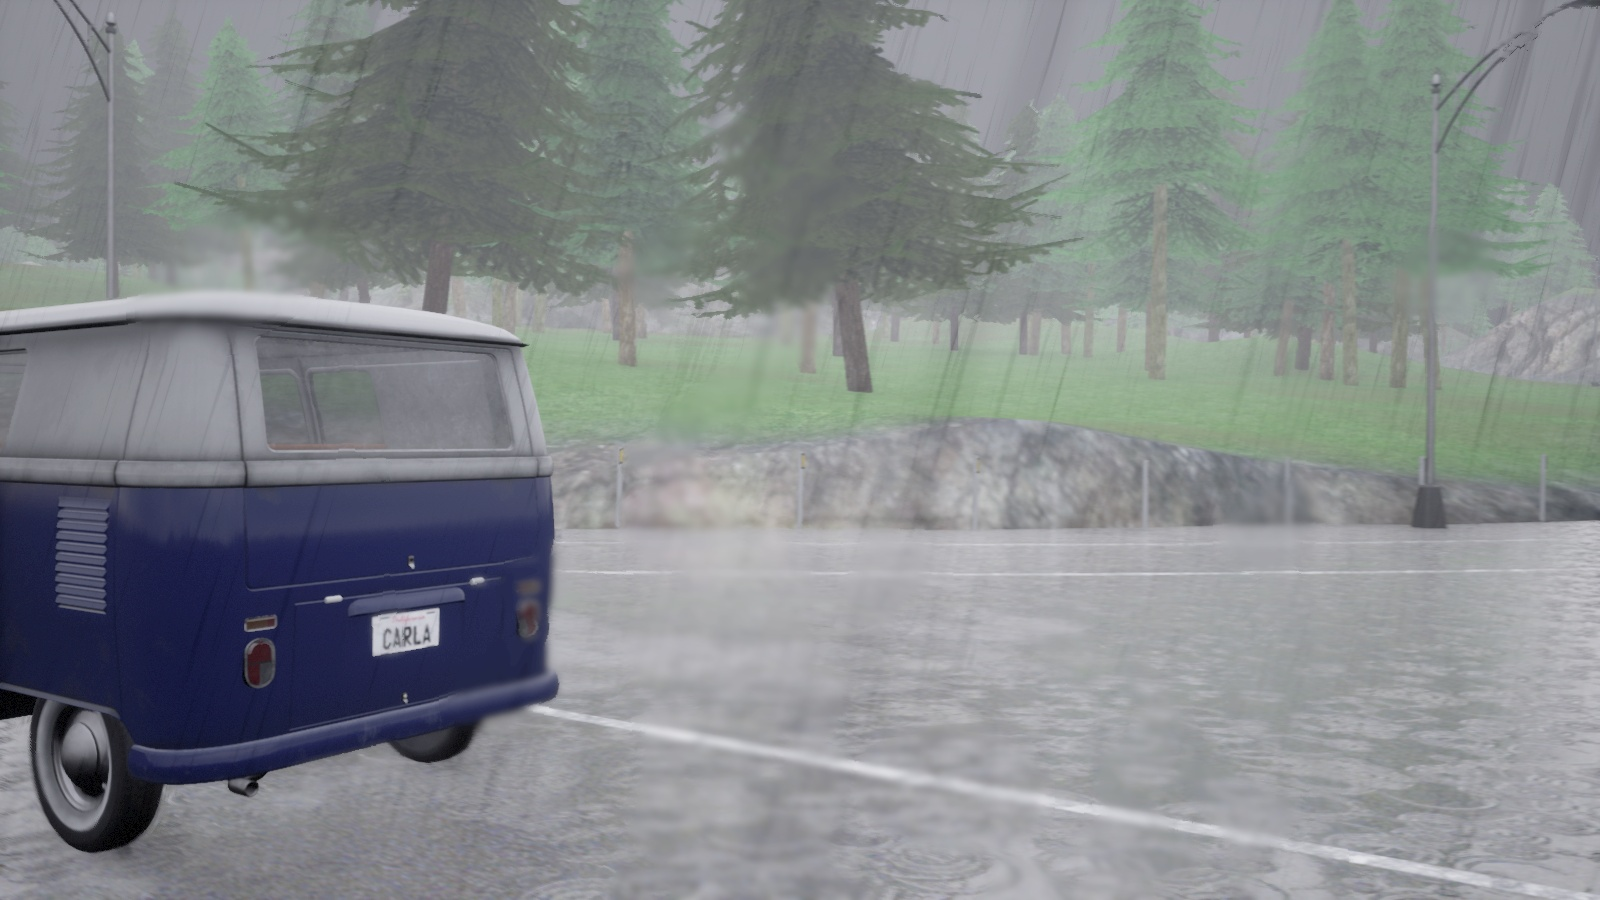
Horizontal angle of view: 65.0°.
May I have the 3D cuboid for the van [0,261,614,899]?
[{"bbox_3d":[-3.127,0.432,5.696,4.442,1.987,1.775,0,1,34],"label":"van"}]
